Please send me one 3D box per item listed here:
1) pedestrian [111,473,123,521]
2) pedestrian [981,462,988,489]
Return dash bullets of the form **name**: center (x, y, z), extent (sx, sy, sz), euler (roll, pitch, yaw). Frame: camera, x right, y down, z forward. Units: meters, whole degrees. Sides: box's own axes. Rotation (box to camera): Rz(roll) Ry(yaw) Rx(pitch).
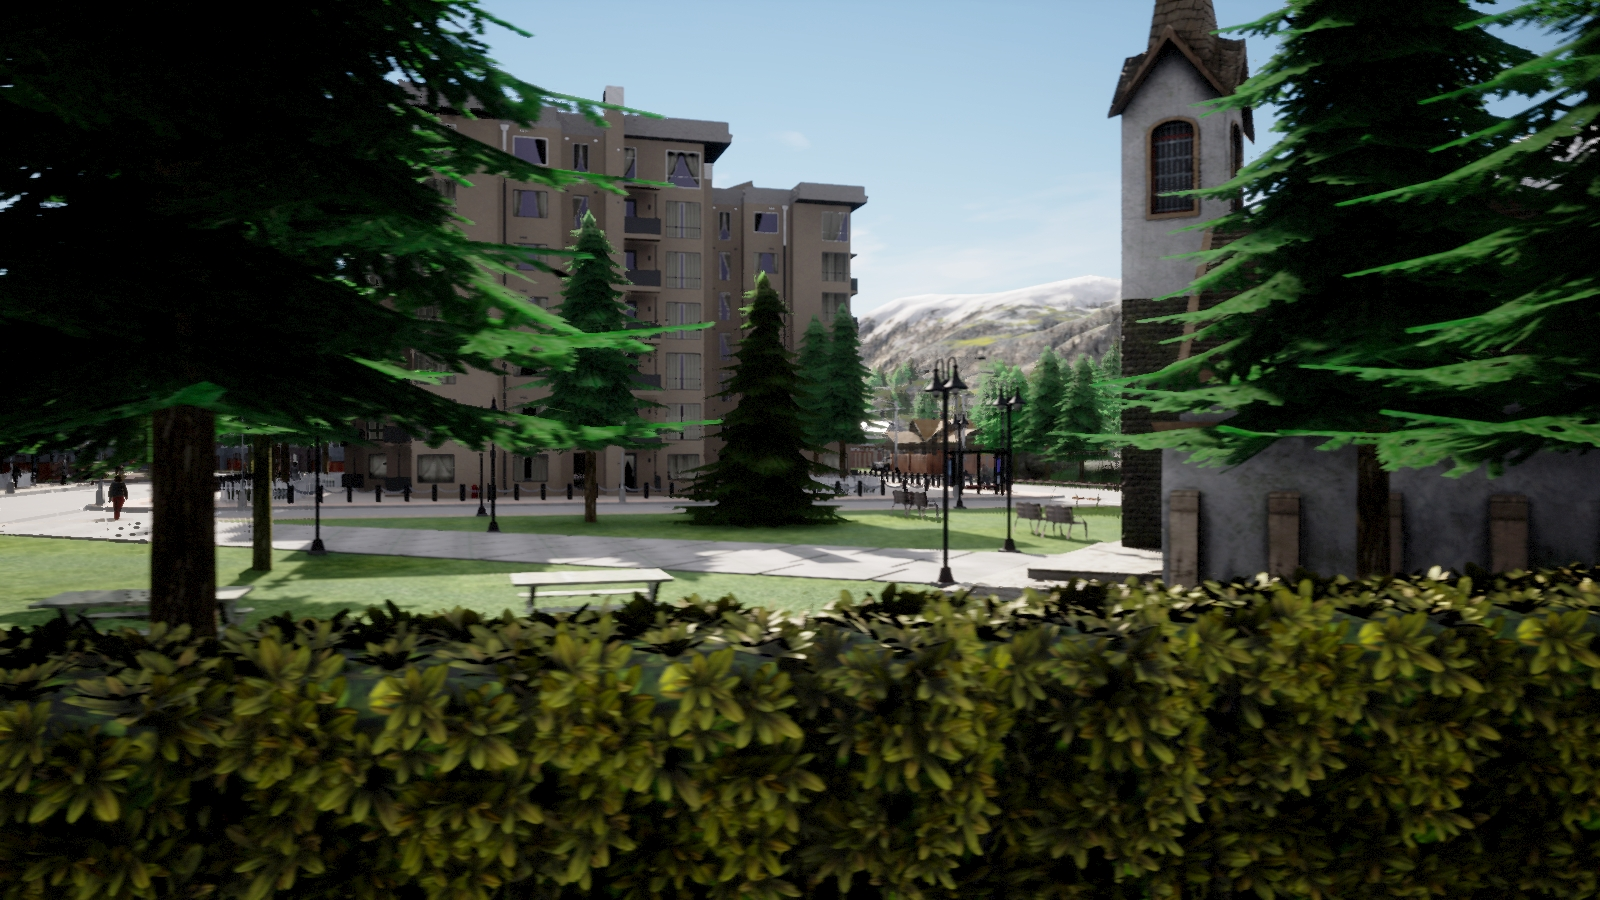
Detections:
- **pedestrian**: center (-26.710, 1.849, 44.699), extent (0.375, 1.860, 0.375), euler (0, 0, -24)
- **pedestrian**: center (12.579, 1.718, 77.842), extent (0.375, 1.860, 0.375), euler (0, 0, -17)
